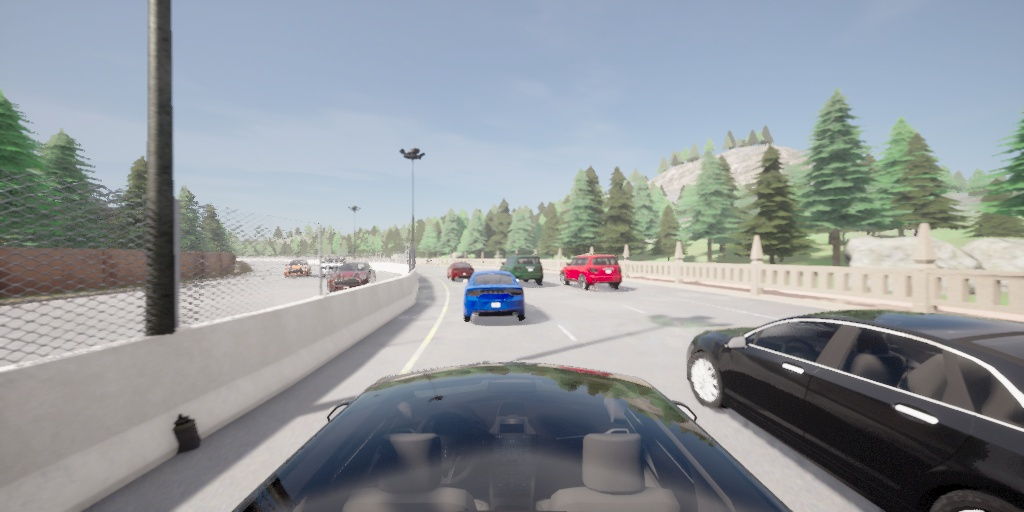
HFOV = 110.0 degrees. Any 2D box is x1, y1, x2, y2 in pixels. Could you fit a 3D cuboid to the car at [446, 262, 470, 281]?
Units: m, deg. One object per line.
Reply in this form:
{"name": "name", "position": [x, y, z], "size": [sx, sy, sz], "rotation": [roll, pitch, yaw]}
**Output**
{"name": "car", "position": [-4.443, 1.271, 30.602], "size": [1.882, 1.535, 5.008], "rotation": [0, 0, -17]}

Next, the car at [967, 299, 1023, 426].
{"name": "car", "position": [7.005, 1.268, 2.022], "size": [2.033, 1.411, 5.357], "rotation": [0, 0, -1]}

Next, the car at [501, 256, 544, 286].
{"name": "car", "position": [0.568, 0.990, 25.600], "size": [2.150, 2.045, 5.566], "rotation": [0, 0, -13]}

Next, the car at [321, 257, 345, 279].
{"name": "car", "position": [-17.400, 1.073, 35.382], "size": [2.150, 2.045, 5.566], "rotation": [0, 0, -22]}

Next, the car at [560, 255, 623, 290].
{"name": "car", "position": [4.822, 0.969, 22.478], "size": [2.150, 2.045, 5.566], "rotation": [0, 0, -11]}

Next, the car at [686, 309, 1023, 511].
{"name": "car", "position": [3.438, 1.242, 3.245], "size": [1.837, 1.490, 4.892], "rotation": [0, 0, -1]}

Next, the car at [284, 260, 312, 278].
{"name": "car", "position": [-21.800, 1.223, 36.694], "size": [2.097, 1.767, 4.553], "rotation": [0, 0, -24]}

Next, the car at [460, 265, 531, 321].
{"name": "car", "position": [-0.709, 1.240, 12.641], "size": [1.882, 1.535, 5.008], "rotation": [0, 0, -6]}

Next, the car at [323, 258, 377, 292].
{"name": "car", "position": [-9.585, 1.160, 21.858], "size": [2.097, 1.767, 4.553], "rotation": [0, 0, -13]}
